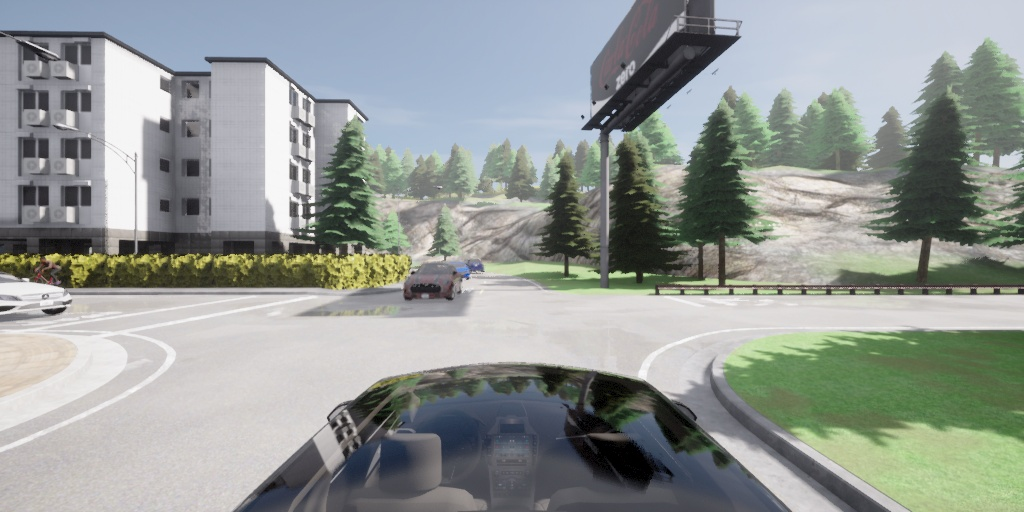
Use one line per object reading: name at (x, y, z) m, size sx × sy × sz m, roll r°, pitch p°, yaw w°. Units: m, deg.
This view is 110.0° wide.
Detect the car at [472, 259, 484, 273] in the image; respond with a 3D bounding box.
car at (-4.997, 1.098, 42.643) m, size 2.097 × 1.767 × 4.553 m, roll 0°, pitch 0°, yaw -25°

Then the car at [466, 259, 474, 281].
car at (-4.728, 1.225, 30.472) m, size 1.882 × 1.535 × 5.008 m, roll 0°, pitch 0°, yaw -13°

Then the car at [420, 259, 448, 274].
car at (-9.455, 1.224, 43.165) m, size 1.882 × 1.535 × 5.008 m, roll 0°, pitch 0°, yaw -30°

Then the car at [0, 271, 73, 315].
car at (-15.822, 1.099, 10.362) m, size 4.674 × 1.442 × 1.812 m, roll 0°, pitch 0°, yaw -1°

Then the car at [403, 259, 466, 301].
car at (-3.642, 1.090, 17.133) m, size 2.097 × 1.767 × 4.553 m, roll 0°, pitch 0°, yaw -1°

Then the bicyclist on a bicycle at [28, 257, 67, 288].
bicyclist on a bicycle at (-23.006, 0.873, 17.739) m, size 0.582 × 1.620 × 1.656 m, roll 0°, pitch 0°, yaw -1°
